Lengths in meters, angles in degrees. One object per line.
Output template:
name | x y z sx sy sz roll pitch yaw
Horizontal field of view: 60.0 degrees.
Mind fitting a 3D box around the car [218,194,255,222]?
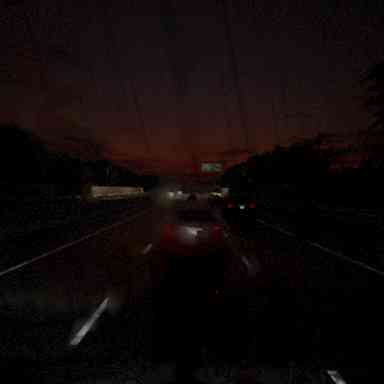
car | 3.602 1.208 26.602 2.150 2.045 5.566 0 0 0

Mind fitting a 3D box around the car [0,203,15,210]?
car | -14.022 1.497 23.007 1.837 1.490 4.892 0 -1 0

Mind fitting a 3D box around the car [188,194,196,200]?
car | 0.011 1.303 78.330 1.837 1.490 4.892 0 0 0

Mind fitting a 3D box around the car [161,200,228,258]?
car | 0.010 1.348 12.873 2.097 1.767 4.553 0 0 0

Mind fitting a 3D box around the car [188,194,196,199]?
car | 0.062 1.234 93.353 2.128 1.511 4.902 0 0 0

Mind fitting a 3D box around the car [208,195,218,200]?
car | 3.602 1.277 52.846 2.097 1.767 4.553 0 0 0
